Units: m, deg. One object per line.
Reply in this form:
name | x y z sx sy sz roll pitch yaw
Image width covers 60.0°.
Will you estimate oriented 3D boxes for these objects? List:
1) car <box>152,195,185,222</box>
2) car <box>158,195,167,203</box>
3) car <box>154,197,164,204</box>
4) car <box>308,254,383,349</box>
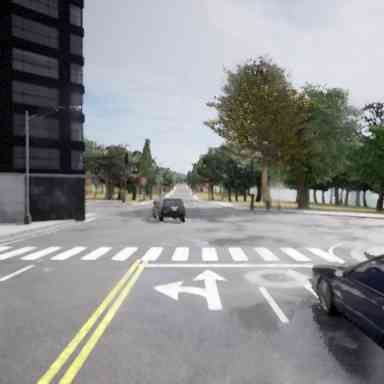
car | -2.147 1.469 29.590 2.150 2.045 5.566 1 0 -16
car | -7.938 1.915 90.618 2.150 2.045 5.566 0 -1 -2
car | -7.454 1.940 75.096 1.882 1.535 5.008 0 -1 -2
car | 3.365 1.549 4.464 2.033 1.411 5.357 0 0 -1
